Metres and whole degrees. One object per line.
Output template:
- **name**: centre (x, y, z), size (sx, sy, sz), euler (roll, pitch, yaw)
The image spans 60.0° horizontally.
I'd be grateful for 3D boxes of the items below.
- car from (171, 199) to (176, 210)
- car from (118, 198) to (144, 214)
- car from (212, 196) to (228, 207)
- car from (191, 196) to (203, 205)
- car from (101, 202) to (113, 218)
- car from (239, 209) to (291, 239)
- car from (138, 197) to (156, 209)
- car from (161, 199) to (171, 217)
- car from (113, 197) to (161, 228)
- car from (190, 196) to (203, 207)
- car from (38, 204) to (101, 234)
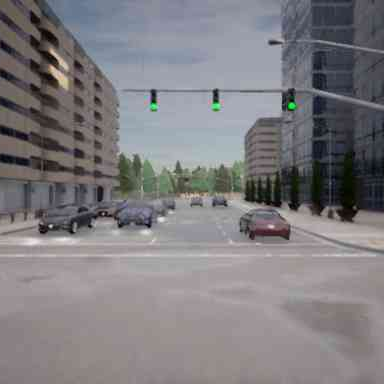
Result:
- **car**: centre (-3.001, 1.538, 42.111), size (2.033, 1.411, 5.357), euler (0, 0, 2)
- **car**: centre (-6.674, 1.468, 36.957), size (1.882, 1.535, 5.008), euler (0, 0, 2)
- **car**: centre (4.224, 1.342, 50.708), size (2.097, 1.767, 4.553), euler (0, 0, 1)
- **car**: centre (0.979, 1.487, 60.891), size (2.128, 1.511, 4.902), euler (0, 0, 1)
- **car**: centre (-6.913, 1.552, 28.143), size (1.994, 1.385, 4.181), euler (0, 0, 2)
- **car**: centre (3.613, 1.542, 17.112), size (1.994, 1.385, 4.181), euler (0, 0, 0)
- **car**: centre (-6.365, 1.499, 47.312), size (1.837, 1.490, 4.892), euler (0, 0, 1)
- **car**: centre (-3.336, 1.513, 31.646), size (1.812, 1.442, 4.674), euler (0, 0, 2)
- **car**: centre (-3.527, 1.336, 22.161), size (2.097, 1.767, 4.553), euler (0, 0, 1)
- **car**: centre (0.720, 1.539, 50.550), size (2.033, 1.411, 5.357), euler (0, 0, 1)
- **car**: centre (-7.080, 1.490, 19.251), size (1.837, 1.490, 4.892), euler (0, 0, 1)
